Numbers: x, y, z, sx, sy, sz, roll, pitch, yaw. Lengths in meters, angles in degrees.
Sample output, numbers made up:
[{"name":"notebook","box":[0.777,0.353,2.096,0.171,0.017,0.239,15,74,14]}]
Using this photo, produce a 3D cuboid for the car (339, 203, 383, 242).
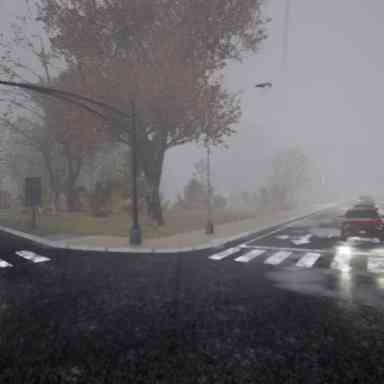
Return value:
[{"name":"car","box":[8.878,1.571,17.405,1.882,1.535,5.008,-1,-1,27]}]

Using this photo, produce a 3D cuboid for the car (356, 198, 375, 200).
[{"name":"car","box":[17.996,1.667,34.712,1.882,1.535,5.008,-1,-1,28]}]

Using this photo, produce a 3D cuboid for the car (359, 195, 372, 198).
[{"name":"car","box":[25.096,1.483,48.061,2.150,2.045,5.566,-1,-1,28]}]

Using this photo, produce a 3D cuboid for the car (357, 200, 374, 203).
[{"name":"car","box":[13.405,1.618,25.994,1.882,1.535,5.008,-1,-1,28]}]
